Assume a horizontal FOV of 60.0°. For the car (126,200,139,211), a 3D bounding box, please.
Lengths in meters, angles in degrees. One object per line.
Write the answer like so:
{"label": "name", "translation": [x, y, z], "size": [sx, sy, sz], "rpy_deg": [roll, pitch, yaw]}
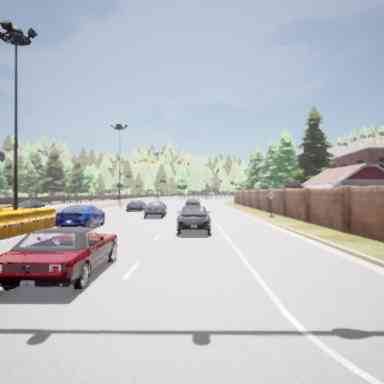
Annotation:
{"label": "car", "translation": [-6.899, 1.651, 41.589], "size": [1.994, 1.385, 4.181], "rpy_deg": [0, 0, 0]}

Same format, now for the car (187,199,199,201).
{"label": "car", "translation": [0.101, 1.563, 41.171], "size": [1.882, 1.535, 5.008], "rpy_deg": [0, 0, 0]}

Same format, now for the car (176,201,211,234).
{"label": "car", "translation": [0.100, 1.532, 19.310], "size": [2.128, 1.511, 4.902], "rpy_deg": [0, 0, 0]}

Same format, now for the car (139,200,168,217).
{"label": "car", "translation": [-3.399, 1.613, 31.527], "size": [2.033, 1.411, 5.357], "rpy_deg": [0, 0, 0]}

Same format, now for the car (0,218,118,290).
{"label": "car", "translation": [-3.400, 1.620, 9.112], "size": [1.895, 1.301, 4.718], "rpy_deg": [0, 0, 0]}

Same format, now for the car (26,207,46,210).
{"label": "car", "translation": [-17.499, 1.601, 36.057], "size": [1.812, 1.442, 4.674], "rpy_deg": [0, 0, 0]}

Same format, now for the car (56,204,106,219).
{"label": "car", "translation": [-6.899, 1.522, 21.069], "size": [1.882, 1.535, 5.008], "rpy_deg": [0, 0, 0]}
